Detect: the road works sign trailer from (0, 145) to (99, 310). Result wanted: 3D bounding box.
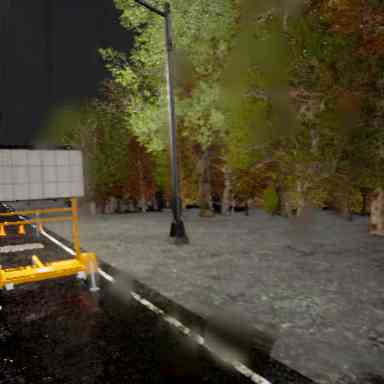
[{"bbox_3d":[-3.980,0.615,8.555,2.380,3.560,2.880,-3,1,-31],"label":"road works sign trailer"}]
